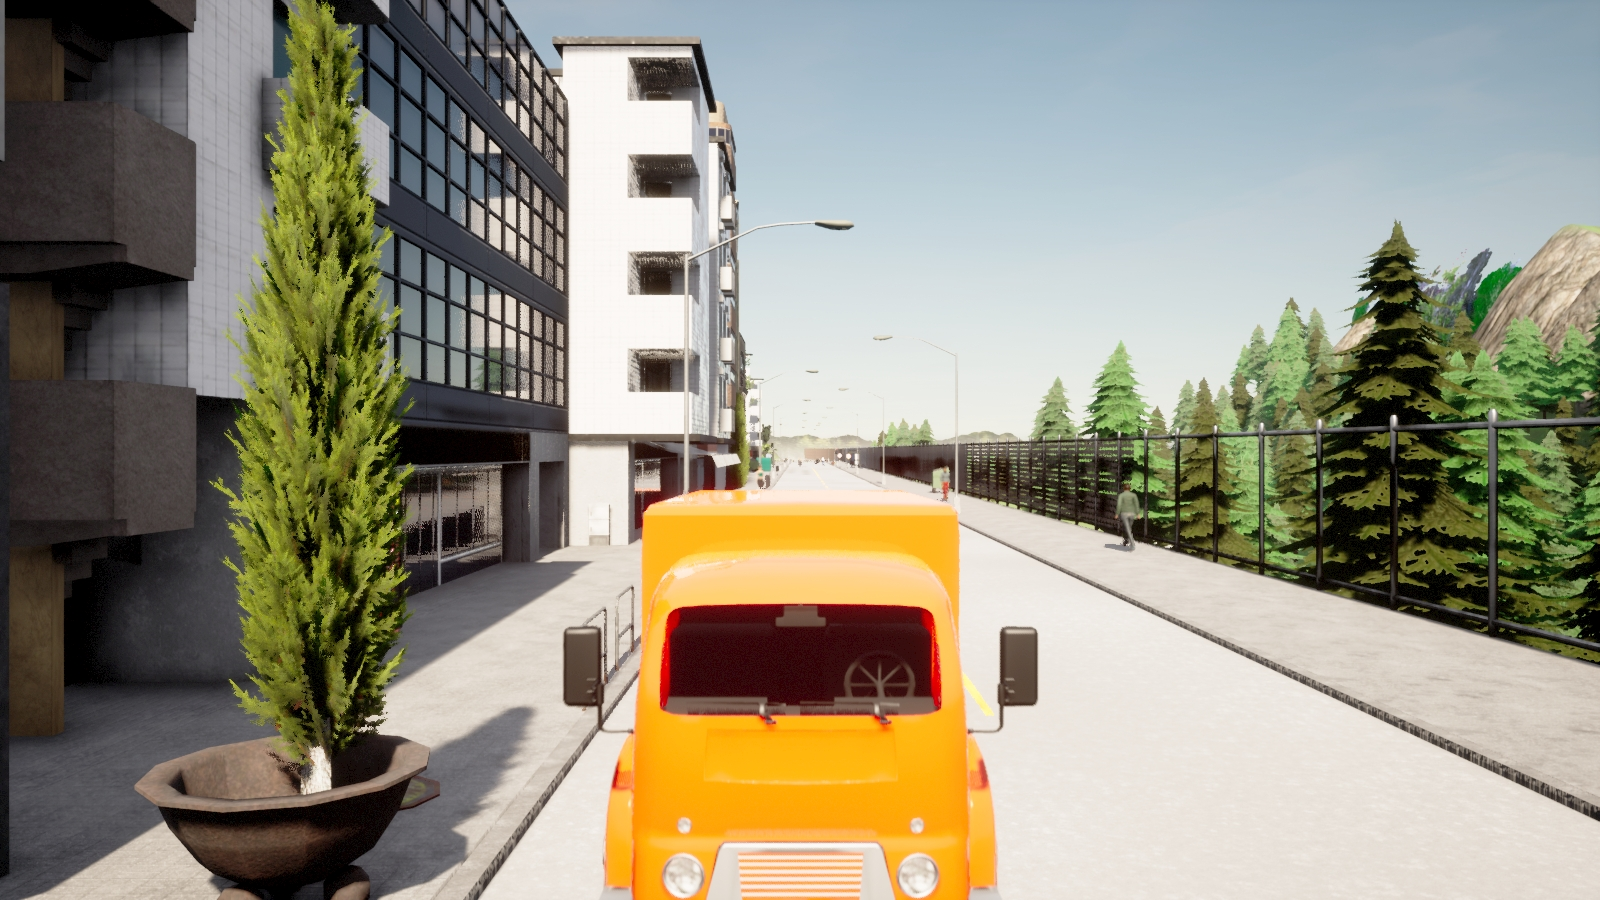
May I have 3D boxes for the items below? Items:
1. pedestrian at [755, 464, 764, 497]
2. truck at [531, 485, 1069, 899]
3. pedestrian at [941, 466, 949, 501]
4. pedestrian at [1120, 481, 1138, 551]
[{"bbox_3d":[-2.365,1.770,66.475,0.375,1.860,0.375,0,0,-25],"label":"pedestrian"},{"bbox_3d":[0.000,1.569,8.184,2.627,2.467,5.204,0,0,0],"label":"truck"},{"bbox_3d":[7.673,1.768,60.349,0.375,1.860,0.375,0,0,0],"label":"pedestrian"},{"bbox_3d":[8.786,1.757,30.515,0.375,1.860,0.375,0,0,-3],"label":"pedestrian"}]
